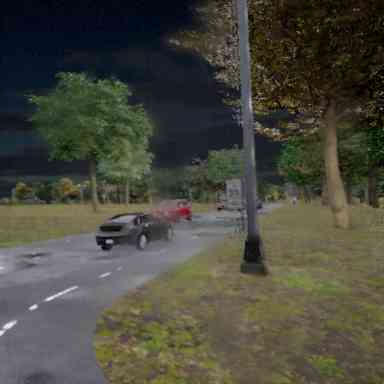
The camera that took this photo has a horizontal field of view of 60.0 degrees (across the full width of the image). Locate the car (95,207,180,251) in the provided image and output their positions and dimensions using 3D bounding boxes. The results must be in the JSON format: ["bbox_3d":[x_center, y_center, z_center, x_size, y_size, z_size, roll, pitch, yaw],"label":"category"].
[{"bbox_3d":[-2.405,1.661,14.915,1.837,1.490,4.892,-3,-1,18],"label":"car"}]

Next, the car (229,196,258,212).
[{"bbox_3d":[6.772,1.636,43.421,2.150,2.045,5.566,-3,-1,18],"label":"car"}]

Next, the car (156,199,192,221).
[{"bbox_3d":[-1.677,1.666,28.999,2.150,2.045,5.566,-3,-1,18],"label":"car"}]

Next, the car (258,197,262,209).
[{"bbox_3d":[9.873,1.751,53.235,2.150,2.045,5.566,-3,-2,18],"label":"car"}]

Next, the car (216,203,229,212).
[{"bbox_3d":[4.945,2.232,49.271,1.895,1.301,4.718,-3,-1,18],"label":"car"}]
